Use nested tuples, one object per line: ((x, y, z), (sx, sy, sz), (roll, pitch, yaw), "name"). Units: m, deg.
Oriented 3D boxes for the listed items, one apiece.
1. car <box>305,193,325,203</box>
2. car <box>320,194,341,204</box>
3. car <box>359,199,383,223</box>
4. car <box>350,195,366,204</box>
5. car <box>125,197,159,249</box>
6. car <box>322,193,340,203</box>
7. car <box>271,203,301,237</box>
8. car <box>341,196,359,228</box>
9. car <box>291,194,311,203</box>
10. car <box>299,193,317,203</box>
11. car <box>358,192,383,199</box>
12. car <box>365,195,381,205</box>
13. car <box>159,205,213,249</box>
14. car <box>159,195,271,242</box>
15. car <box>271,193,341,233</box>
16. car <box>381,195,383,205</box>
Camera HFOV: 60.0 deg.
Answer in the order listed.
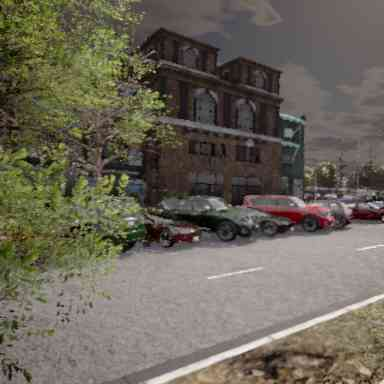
((21.358, 1.032, 57.594), (2.185, 1.767, 4.553), (0, -1, 35), "car")
((23.056, 1.158, 55.180), (2.231, 1.521, 4.892), (0, -1, 35), "car")
((12.881, 1.478, 25.115), (5.008, 1.535, 2.097), (-1, -1, 35), "car")
((34.317, 1.554, 68.739), (2.185, 1.767, 4.553), (1, -2, 35), "car")
((-4.313, 1.215, 12.937), (5.566, 2.045, 2.435), (-1, -1, 35), "car")
((30.855, 1.428, 73.663), (2.435, 2.045, 5.566), (1, -2, 35), "car")
((3.086, 1.500, 18.139), (4.792, 1.488, 2.163), (-1, -1, 35), "car")
((7.986, 1.349, 21.613), (4.553, 1.767, 2.185), (-1, -1, 35), "car")
((19.793, 1.159, 60.205), (1.946, 1.575, 5.366), (0, -1, 35), "car")
((27.448, 1.432, 78.684), (2.435, 2.045, 5.566), (1, -2, 35), "car")
((17.790, 1.218, 28.610), (5.566, 2.045, 2.435), (-1, 0, 35), "car")
((36.044, 1.554, 66.253), (2.185, 1.767, 4.553), (1, -2, 35), "car")
((-1.811, 1.497, 14.652), (4.792, 1.488, 2.163), (-1, -1, 35), "car")
((0.636, 1.218, 16.402), (5.566, 2.045, 2.435), (-1, -1, 35), "car")
((5.537, 1.221, 19.888), (5.566, 2.045, 2.435), (-1, -1, 35), "car")
((37.723, 1.550, 63.720), (2.185, 1.767, 4.553), (1, -2, 35), "car")
